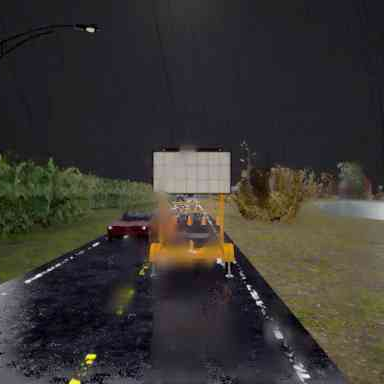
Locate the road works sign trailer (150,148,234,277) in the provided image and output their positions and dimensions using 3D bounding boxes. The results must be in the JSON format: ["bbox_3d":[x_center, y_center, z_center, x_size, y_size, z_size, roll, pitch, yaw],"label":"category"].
[{"bbox_3d":[-0.004,0.471,10.218,2.380,3.560,2.880,0,0,0],"label":"road works sign trailer"}]

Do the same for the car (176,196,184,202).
[{"bbox_3d":[-2.770,1.709,78.693,1.812,1.442,4.674,0,0,0],"label":"car"}]

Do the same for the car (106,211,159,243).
[{"bbox_3d":[-2.757,1.615,16.299,1.895,1.301,4.718,0,0,0],"label":"car"}]
